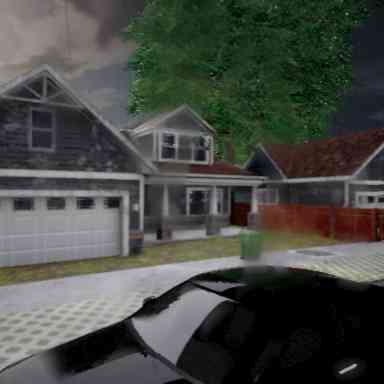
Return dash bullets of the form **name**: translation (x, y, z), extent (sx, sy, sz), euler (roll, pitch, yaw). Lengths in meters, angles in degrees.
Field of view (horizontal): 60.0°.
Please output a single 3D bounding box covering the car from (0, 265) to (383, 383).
- **car**: translation (0.494, 1.526, 3.125), extent (4.674, 1.442, 1.812), euler (0, 0, -33)
